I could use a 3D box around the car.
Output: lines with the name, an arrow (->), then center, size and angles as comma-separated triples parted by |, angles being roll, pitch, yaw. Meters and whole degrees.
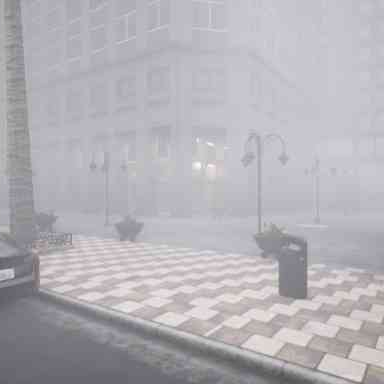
car -> -5.249, 1.513, 7.203 | 4.786, 1.482, 2.161 | 0, 0, 35
